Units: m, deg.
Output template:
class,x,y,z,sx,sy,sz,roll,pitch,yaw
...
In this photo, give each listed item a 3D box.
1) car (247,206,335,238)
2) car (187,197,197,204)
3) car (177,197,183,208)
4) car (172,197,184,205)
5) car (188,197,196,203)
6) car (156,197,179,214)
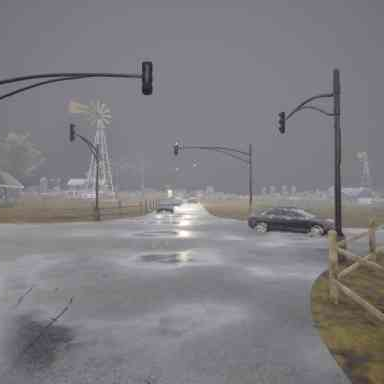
class,x,y,z,sx,sy,sz,roll,pitch,yaw
car,5.493,1.594,18.345,4.892,1.490,1.837,1,1,30
car,0.062,1.788,69.141,1.812,1.442,4.674,0,0,0
car,-2.871,1.719,51.793,1.994,1.385,4.181,0,0,0
car,-2.811,1.737,66.514,2.128,1.511,4.902,0,0,1
car,-0.035,1.859,79.154,1.812,1.442,4.674,0,0,0
car,-2.869,1.631,36.789,2.033,1.411,5.357,0,0,0
